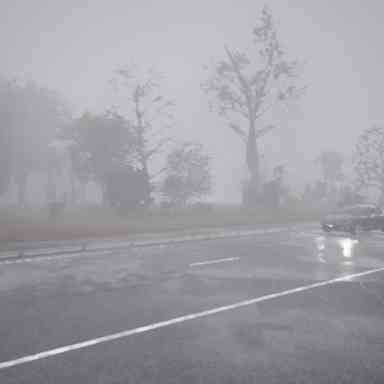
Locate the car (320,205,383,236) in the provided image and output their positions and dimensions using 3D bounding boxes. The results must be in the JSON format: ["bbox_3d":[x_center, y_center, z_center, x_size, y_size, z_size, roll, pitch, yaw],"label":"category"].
[{"bbox_3d":[9.192,1.509,18.492,4.892,1.490,1.837,0,0,-33],"label":"car"}]
